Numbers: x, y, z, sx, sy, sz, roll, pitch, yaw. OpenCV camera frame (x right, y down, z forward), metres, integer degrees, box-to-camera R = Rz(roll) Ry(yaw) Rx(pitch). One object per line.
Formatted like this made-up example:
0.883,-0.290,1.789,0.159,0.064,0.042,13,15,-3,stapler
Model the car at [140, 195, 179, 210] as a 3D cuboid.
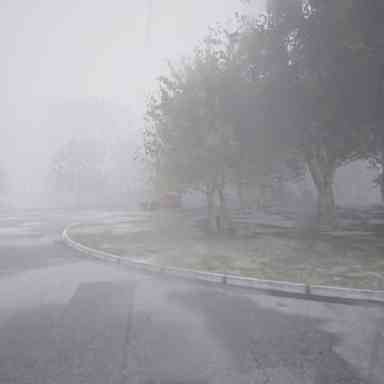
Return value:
-3.567,1.083,37.158,4.553,1.767,2.097,-1,1,-39,car
